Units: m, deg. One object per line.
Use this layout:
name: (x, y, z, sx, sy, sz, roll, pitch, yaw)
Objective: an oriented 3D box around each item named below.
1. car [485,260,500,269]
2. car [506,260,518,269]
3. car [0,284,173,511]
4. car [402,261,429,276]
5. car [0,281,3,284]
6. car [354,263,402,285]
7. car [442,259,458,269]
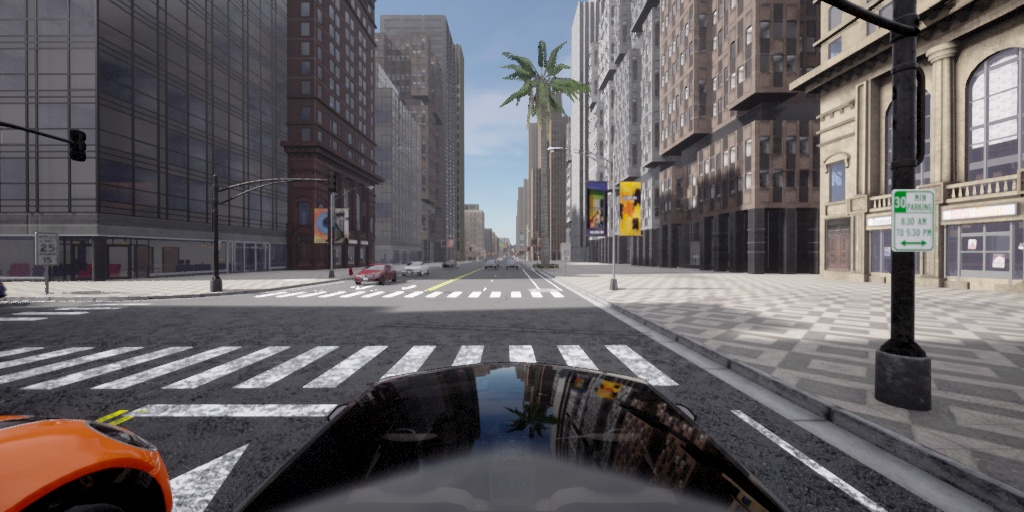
car: (-3.239, 1.332, 55.777, 2.033, 1.411, 5.357, 0, 0, 0)
car: (0.011, 1.332, 55.776, 2.033, 1.411, 5.357, 0, 0, 0)
car: (-3.150, 1.102, 0.298, 2.097, 1.767, 4.553, 0, 0, 0)
car: (-9.838, 1.285, 36.703, 1.812, 1.442, 4.674, 0, 0, 0)
car: (-23.080, 1.304, 14.198, 4.674, 1.442, 1.812, 0, 0, 1)
car: (-9.847, 1.280, 26.316, 1.812, 1.442, 4.674, 0, 0, -1)
car: (-9.779, 1.292, 56.510, 1.837, 1.490, 4.892, 0, 0, 1)
